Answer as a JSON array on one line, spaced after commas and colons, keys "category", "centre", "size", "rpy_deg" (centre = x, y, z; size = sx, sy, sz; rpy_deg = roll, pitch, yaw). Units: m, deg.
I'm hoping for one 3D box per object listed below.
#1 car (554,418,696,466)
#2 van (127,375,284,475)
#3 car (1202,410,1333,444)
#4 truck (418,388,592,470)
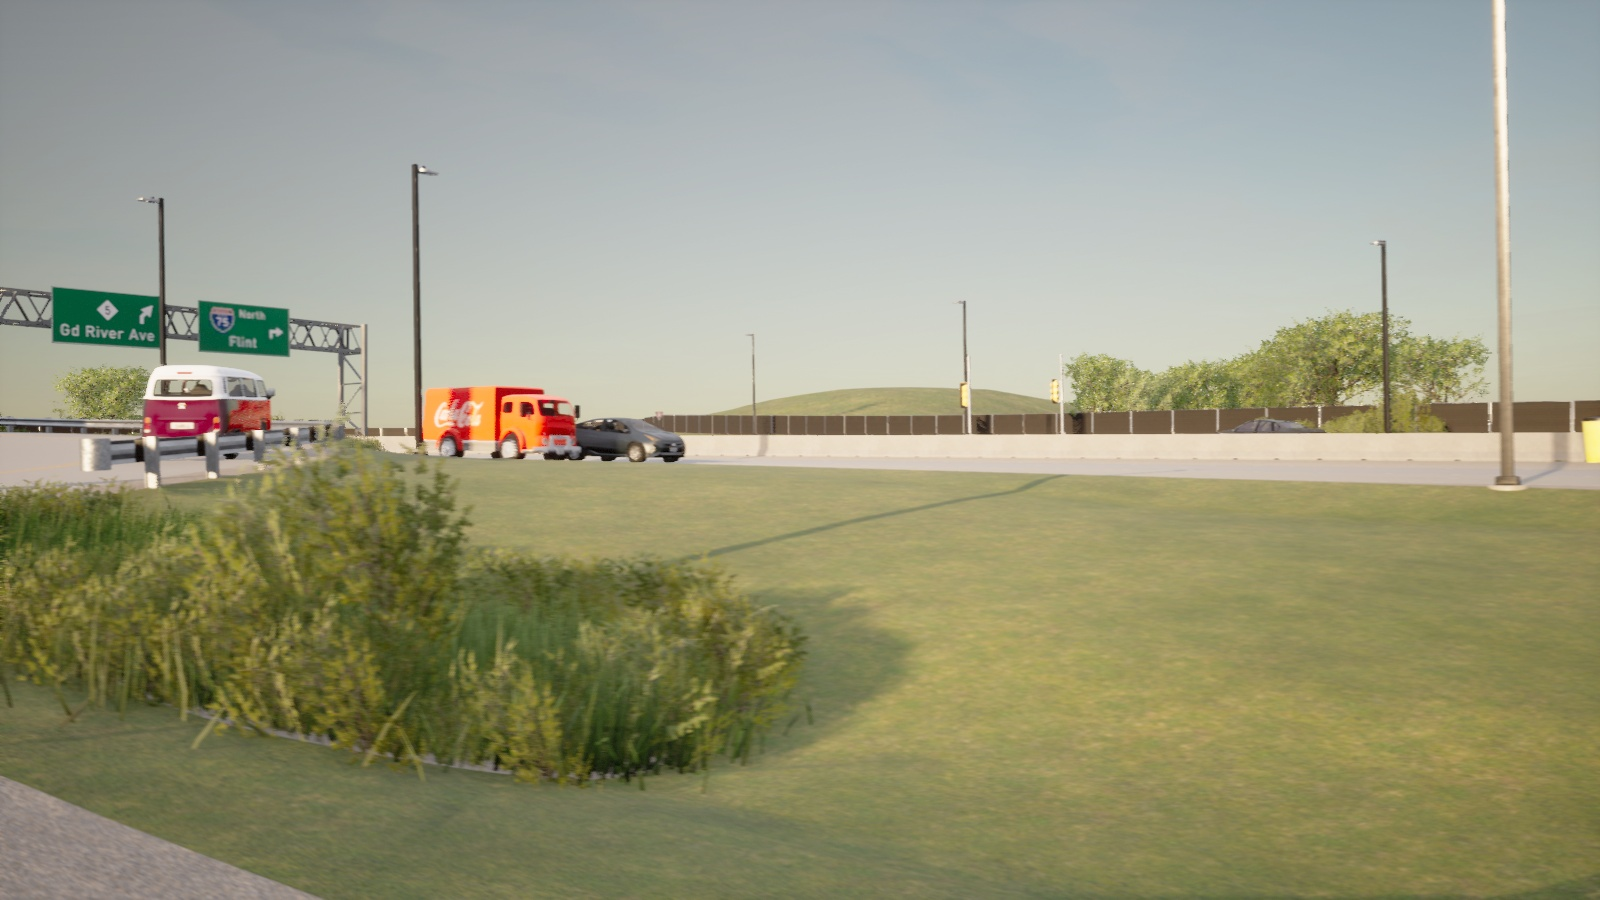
[{"category": "car", "centre": [-5.889, -0.257, 42.077], "size": [4.514, 1.525, 2.007], "rpy_deg": [-1, 0, 35]}, {"category": "van", "centre": [-13.287, -0.615, 28.390], "size": [2.069, 2.038, 4.480], "rpy_deg": [-1, 2, -10]}, {"category": "car", "centre": [20.533, -1.007, 55.359], "size": [2.033, 1.411, 5.357], "rpy_deg": [-2, 1, -29]}, {"category": "truck", "centre": [-9.510, -0.624, 40.340], "size": [5.204, 2.467, 2.627], "rpy_deg": [-1, 1, 35]}]
